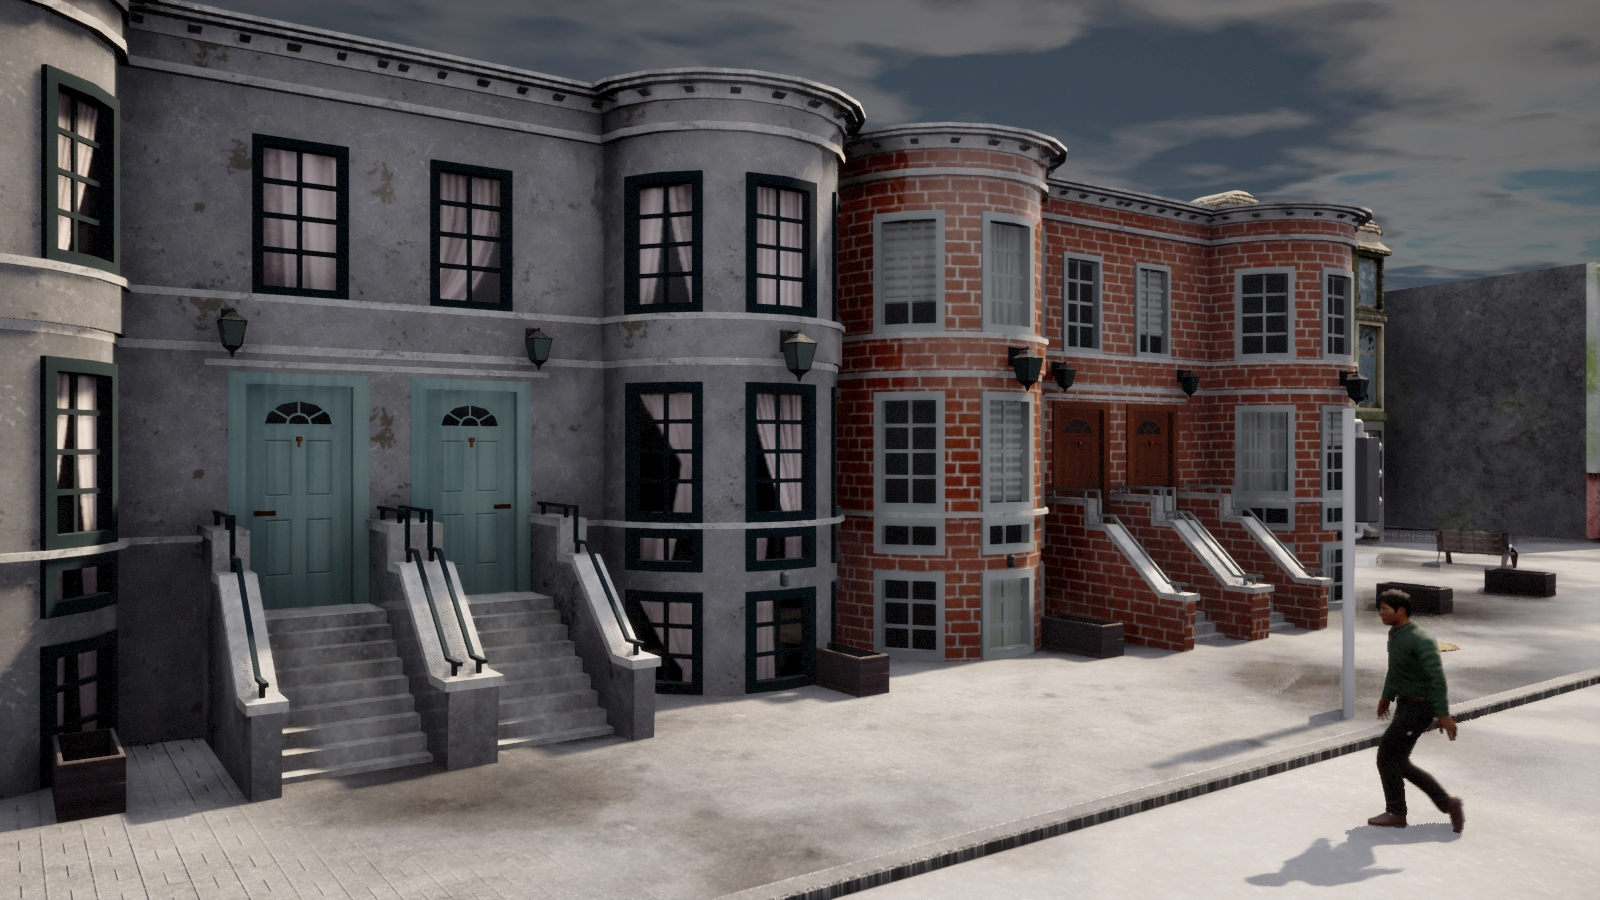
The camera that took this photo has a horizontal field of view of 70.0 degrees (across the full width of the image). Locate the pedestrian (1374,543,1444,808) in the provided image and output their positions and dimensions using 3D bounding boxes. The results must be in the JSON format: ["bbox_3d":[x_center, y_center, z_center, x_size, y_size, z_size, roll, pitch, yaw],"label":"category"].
[{"bbox_3d":[4.469,1.629,8.397,0.375,1.860,0.375,0,0,14],"label":"pedestrian"}]
